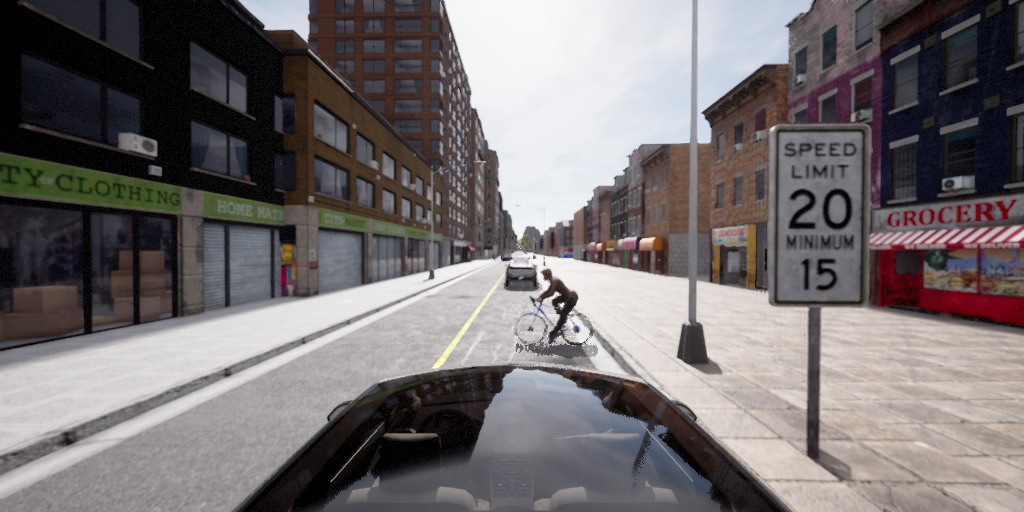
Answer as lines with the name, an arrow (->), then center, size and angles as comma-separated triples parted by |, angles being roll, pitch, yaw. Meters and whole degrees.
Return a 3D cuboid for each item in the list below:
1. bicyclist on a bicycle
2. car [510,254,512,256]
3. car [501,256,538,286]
bicyclist on a bicycle -> 0.883, 1.077, 7.526 | 1.656, 1.620, 0.582 | 1, 1, 1
car -> 1.013, 0.738, 40.199 | 1.812, 1.442, 4.674 | 0, 1, 1
car -> 0.560, 0.957, 21.864 | 2.128, 1.511, 4.902 | 0, 1, 1
